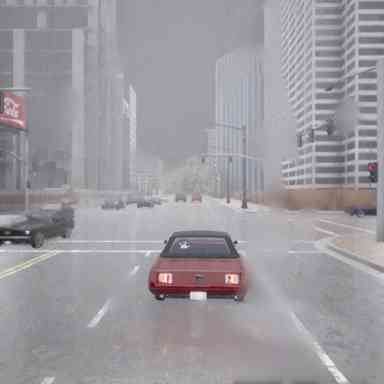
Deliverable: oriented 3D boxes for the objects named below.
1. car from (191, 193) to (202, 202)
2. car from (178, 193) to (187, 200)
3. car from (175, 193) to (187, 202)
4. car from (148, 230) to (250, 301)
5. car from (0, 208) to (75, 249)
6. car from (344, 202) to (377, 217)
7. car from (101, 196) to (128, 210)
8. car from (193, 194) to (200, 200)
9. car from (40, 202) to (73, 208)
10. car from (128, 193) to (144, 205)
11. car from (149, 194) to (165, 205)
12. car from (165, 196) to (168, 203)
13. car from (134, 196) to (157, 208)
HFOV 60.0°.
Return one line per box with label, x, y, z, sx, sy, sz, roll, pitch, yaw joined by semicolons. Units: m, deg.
car;1.017;1.216;73.350;2.150;2.045;5.566;0;0;1
car;-2.333;1.184;84.040;2.097;1.767;4.553;0;0;1
car;-2.483;1.216;73.400;2.150;2.045;5.566;0;0;1
car;0.212;1.601;8.278;1.895;1.301;4.718;0;0;2
car;-6.911;1.601;14.724;1.895;1.301;4.718;0;0;1
car;16.534;1.601;30.405;4.718;1.301;1.895;0;0;1
car;-10.019;1.353;42.496;2.097;1.767;4.553;0;0;1
car;1.167;1.353;84.020;1.812;1.442;4.674;0;0;1
car;-10.260;1.525;25.005;1.812;1.442;4.674;0;0;1
car;-9.786;1.216;56.645;2.150;2.045;5.566;0;1;1
car;-6.310;1.563;56.829;1.994;1.385;4.181;0;0;0
car;-6.043;1.478;69.177;1.882;1.535;5.008;0;0;1
car;-6.457;1.601;46.828;1.895;1.301;4.718;0;0;1
